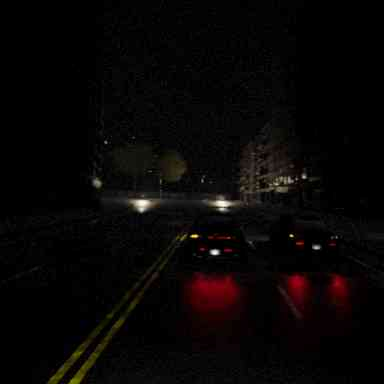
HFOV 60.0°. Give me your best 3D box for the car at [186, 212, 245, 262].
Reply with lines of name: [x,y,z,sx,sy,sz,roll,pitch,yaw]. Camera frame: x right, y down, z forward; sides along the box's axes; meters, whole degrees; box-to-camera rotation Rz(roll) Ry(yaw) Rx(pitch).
car: [0.869,1.485,12.124,1.837,1.490,4.892,1,1,5]

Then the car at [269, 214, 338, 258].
car: [4.196,1.576,12.980,1.812,1.442,4.674,1,0,5]
